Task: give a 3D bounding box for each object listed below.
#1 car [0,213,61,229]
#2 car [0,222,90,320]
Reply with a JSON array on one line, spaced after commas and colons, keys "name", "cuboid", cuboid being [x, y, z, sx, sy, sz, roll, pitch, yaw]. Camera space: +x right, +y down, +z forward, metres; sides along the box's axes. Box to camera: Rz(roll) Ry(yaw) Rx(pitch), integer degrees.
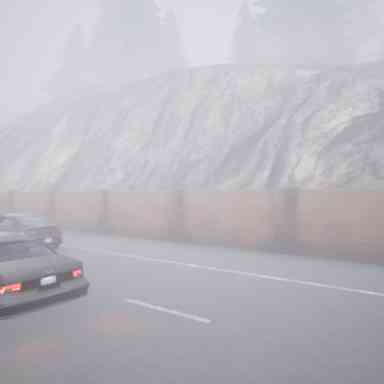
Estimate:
[{"name": "car", "cuboid": [-7.060, 1.581, 13.354, 4.674, 1.442, 1.812, 0, 0, 36]}, {"name": "car", "cuboid": [-4.512, 1.579, 7.210, 5.357, 1.411, 2.033, 0, 0, 36]}]
